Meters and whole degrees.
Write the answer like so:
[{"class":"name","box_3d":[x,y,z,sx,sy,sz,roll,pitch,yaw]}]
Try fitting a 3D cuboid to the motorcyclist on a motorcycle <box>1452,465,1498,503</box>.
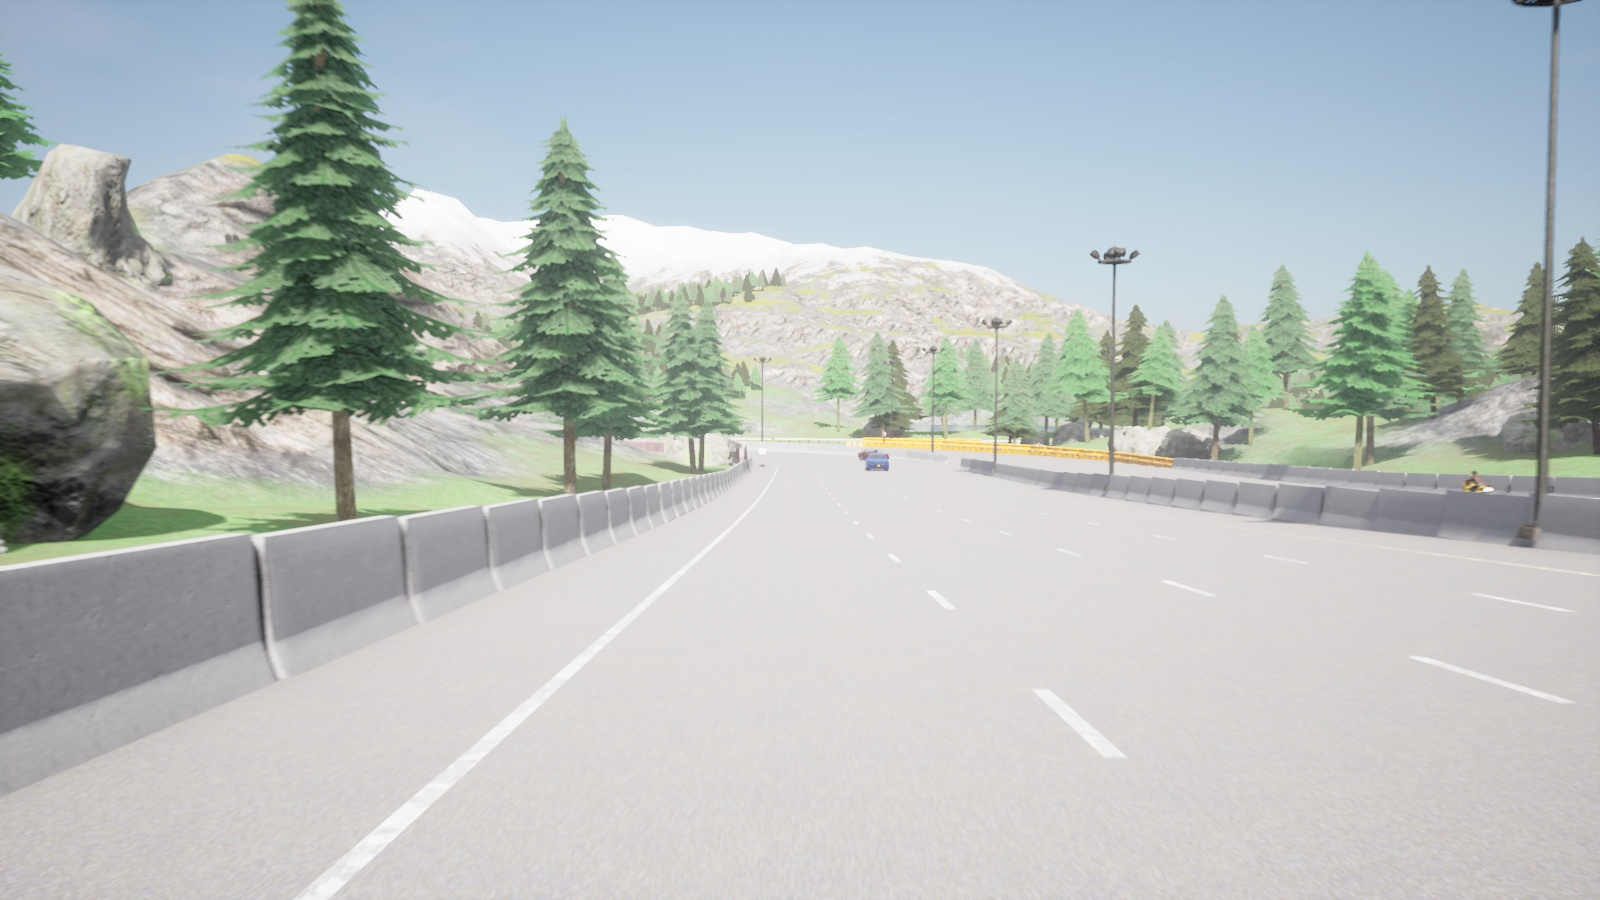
[{"class":"motorcyclist on a motorcycle","box_3d":[27.874,1.385,51.905,0.797,1.523,2.044,0,0,0]}]
